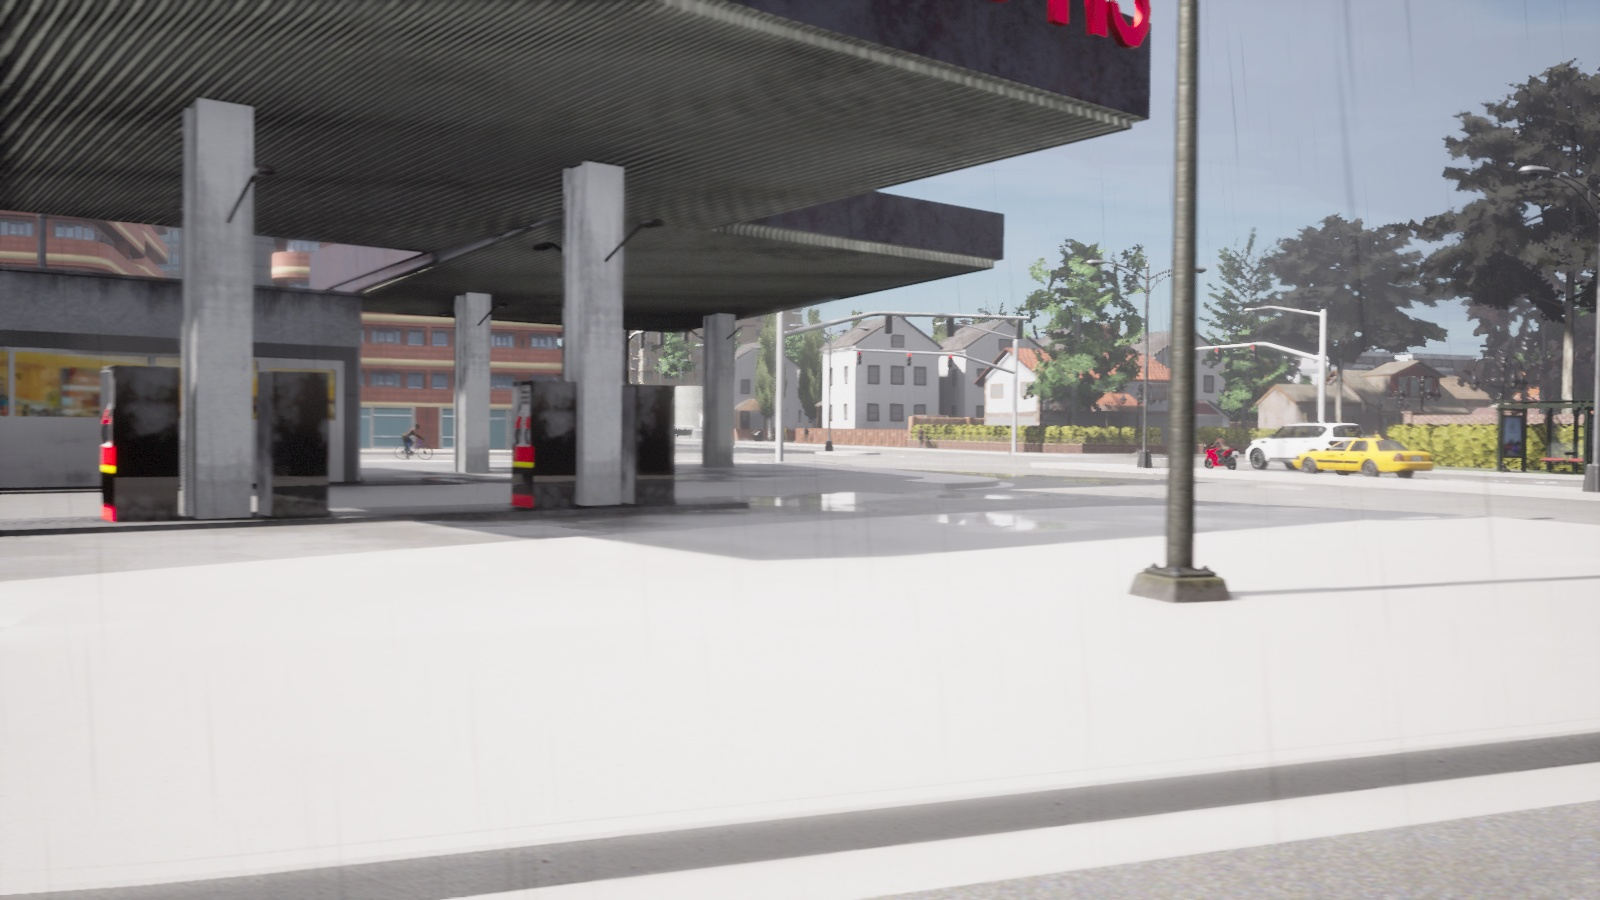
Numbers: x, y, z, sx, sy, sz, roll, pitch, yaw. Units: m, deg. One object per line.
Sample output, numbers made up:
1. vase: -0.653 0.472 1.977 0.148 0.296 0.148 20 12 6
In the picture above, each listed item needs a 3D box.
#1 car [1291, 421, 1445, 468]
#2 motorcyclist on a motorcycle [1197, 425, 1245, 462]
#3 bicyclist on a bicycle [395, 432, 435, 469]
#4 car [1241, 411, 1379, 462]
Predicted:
1. car: 20.457 -0.225 45.527 1.801 1.575 5.366 -1 1 -21
2. motorcyclist on a motorcycle: 17.681 -0.269 52.749 0.797 1.523 2.044 -1 1 -21
3. bicyclist on a bicycle: -17.194 0.025 56.042 1.656 1.620 0.582 -1 1 -22
4. car: 21.372 -0.575 52.888 2.150 2.045 5.566 -1 1 -21
